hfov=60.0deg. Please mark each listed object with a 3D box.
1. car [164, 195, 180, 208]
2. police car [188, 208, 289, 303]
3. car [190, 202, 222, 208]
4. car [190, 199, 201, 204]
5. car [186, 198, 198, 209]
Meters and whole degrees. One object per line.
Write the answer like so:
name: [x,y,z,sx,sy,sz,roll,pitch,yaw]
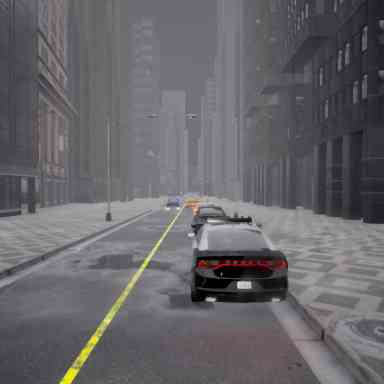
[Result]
car: [-2.824,1.535,50.298,1.882,1.535,5.008,0,0,0]
police car: [0.927,1.426,8.411,1.930,1.638,5.238,0,0,0]
car: [0.962,1.514,18.302,1.837,1.490,4.892,0,0,0]
car: [0.984,1.495,24.303,1.882,1.535,5.008,0,0,0]
car: [0.190,1.530,47.070,1.882,1.535,5.008,0,0,1]
